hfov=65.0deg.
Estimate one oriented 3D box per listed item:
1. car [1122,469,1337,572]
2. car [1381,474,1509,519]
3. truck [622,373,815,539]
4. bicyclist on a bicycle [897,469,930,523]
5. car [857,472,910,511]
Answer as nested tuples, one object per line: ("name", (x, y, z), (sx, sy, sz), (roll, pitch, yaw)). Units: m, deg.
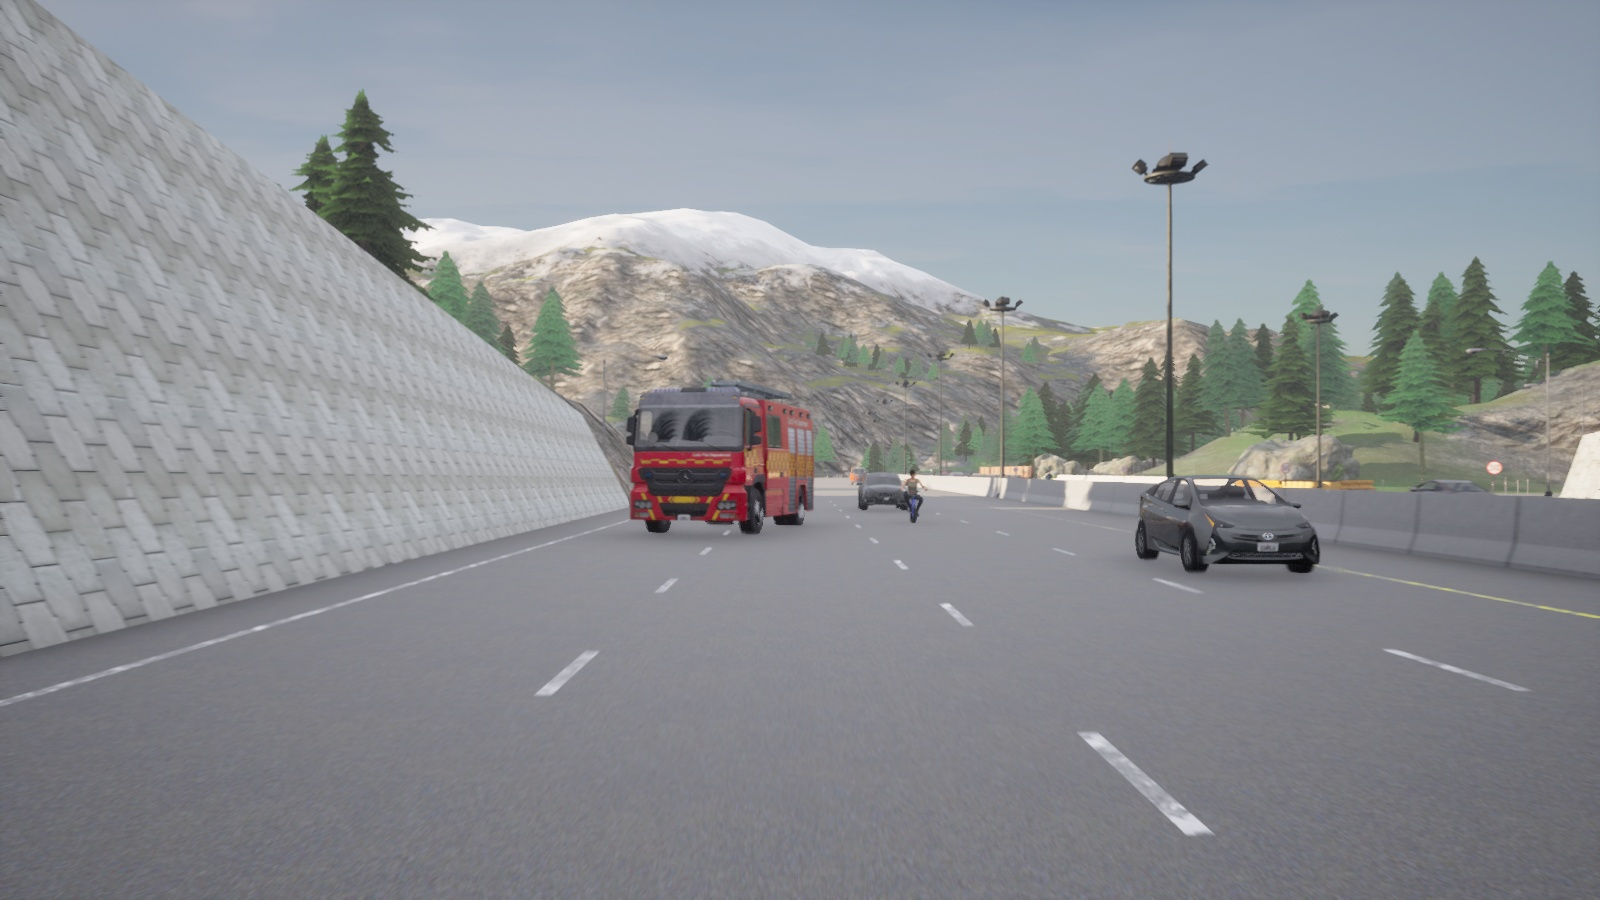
("car", (6.949, 1.082, 20.898), (2.007, 1.525, 4.514), (0, -1, 0))
("car", (20.901, 1.477, 40.872), (1.994, 1.385, 4.181), (0, -1, 0))
("truck", (-1.880, 0.214, 33.345), (2.891, 3.827, 8.468), (0, -1, 12))
("bicyclist on a bicycle", (3.412, 1.370, 37.904), (0.866, 1.612, 1.509), (0, -1, 0))
("car", (3.375, 1.665, 51.492), (1.837, 1.490, 4.892), (0, -1, 0))
